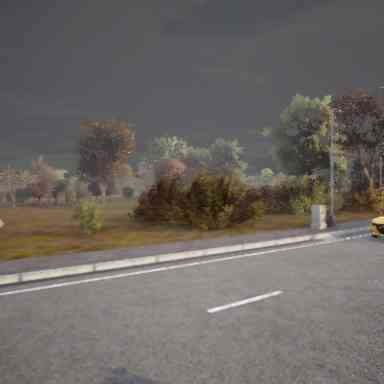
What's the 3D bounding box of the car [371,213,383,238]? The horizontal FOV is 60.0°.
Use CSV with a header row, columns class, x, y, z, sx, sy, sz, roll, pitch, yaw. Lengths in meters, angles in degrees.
class,x,y,z,sx,sy,sz,roll,pitch,yaw
car,10.763,1.480,16.647,5.008,1.535,1.882,0,0,-40
